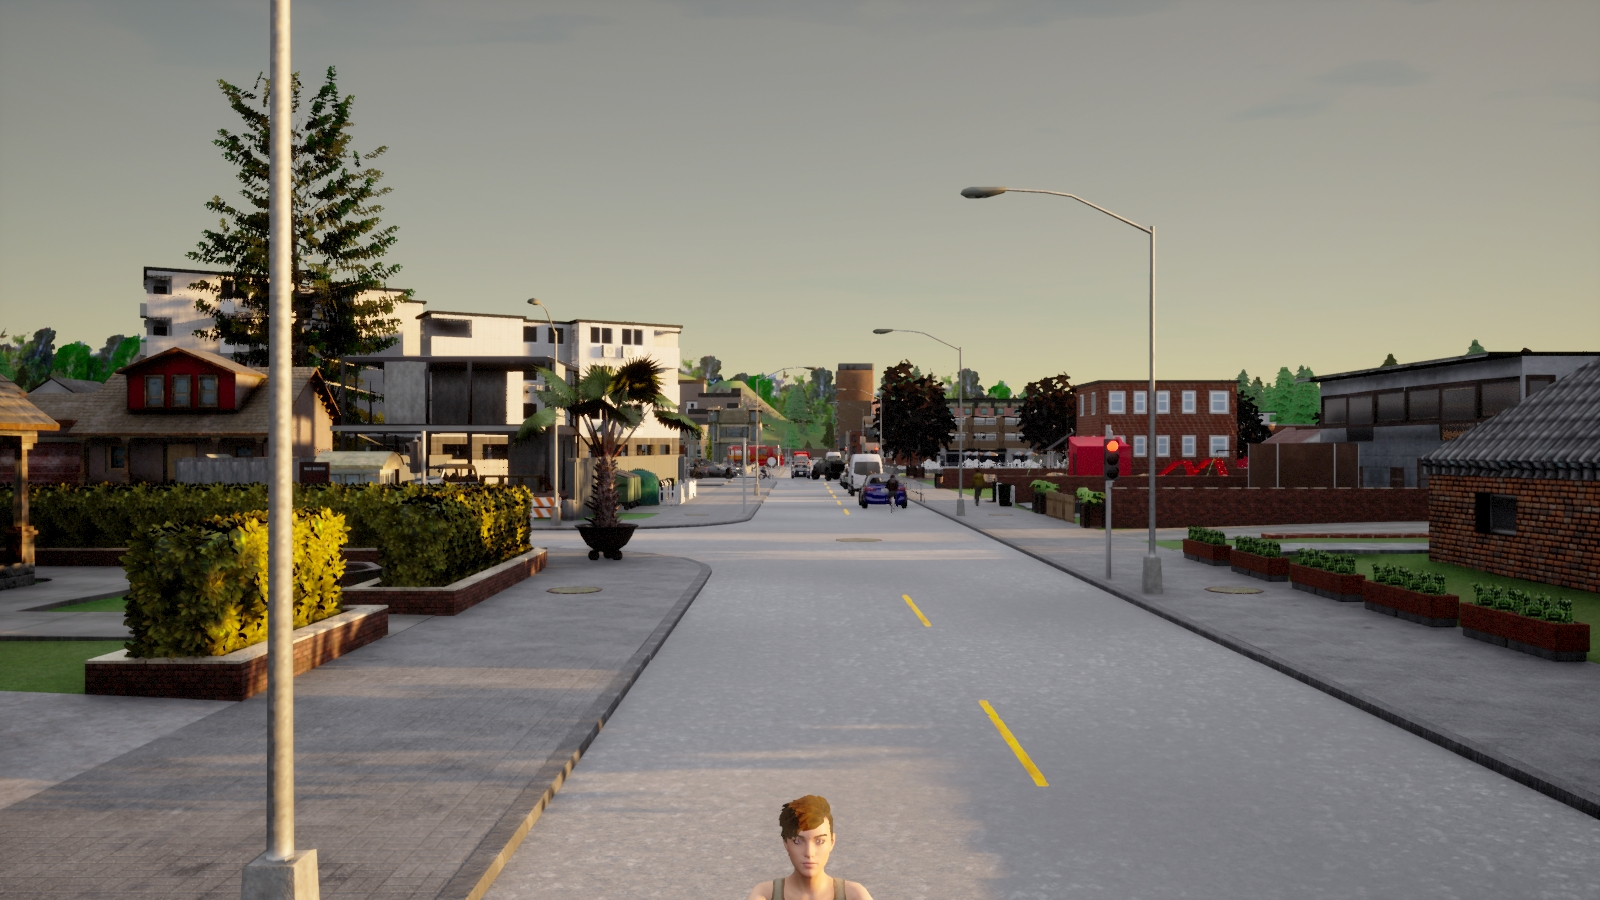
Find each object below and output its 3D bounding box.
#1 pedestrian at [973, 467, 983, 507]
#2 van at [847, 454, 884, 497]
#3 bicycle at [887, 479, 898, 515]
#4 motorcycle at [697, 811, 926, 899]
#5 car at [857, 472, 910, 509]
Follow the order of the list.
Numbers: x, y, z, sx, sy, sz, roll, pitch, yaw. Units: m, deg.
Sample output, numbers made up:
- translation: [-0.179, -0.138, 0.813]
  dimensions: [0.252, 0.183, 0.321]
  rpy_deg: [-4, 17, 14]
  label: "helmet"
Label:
- translation: [8.397, 1.744, 53.923]
  dimensions: [0.375, 1.860, 0.375]
  rpy_deg: [0, 0, -1]
  label: "pedestrian"
- translation: [4.045, 1.535, 71.356]
  dimensions: [1.988, 2.561, 5.915]
  rpy_deg: [0, 0, 0]
  label: "van"
- translation: [4.079, 2.060, 50.488]
  dimensions: [0.329, 1.471, 1.835]
  rpy_deg: [0, 0, 0]
  label: "bicycle"
- translation: [0.039, 2.155, 3.558]
  dimensions: [0.764, 1.307, 2.356]
  rpy_deg: [0, 0, 0]
  label: "motorcycle"
- translation: [4.046, 1.967, 56.171]
  dimensions: [2.242, 1.667, 4.611]
  rpy_deg: [0, 0, 0]
  label: "car"
